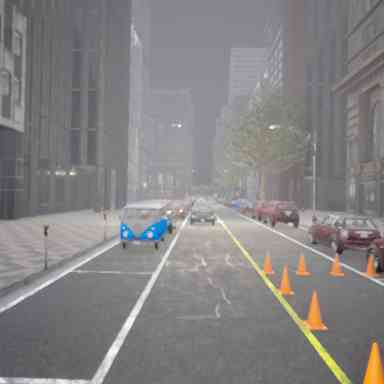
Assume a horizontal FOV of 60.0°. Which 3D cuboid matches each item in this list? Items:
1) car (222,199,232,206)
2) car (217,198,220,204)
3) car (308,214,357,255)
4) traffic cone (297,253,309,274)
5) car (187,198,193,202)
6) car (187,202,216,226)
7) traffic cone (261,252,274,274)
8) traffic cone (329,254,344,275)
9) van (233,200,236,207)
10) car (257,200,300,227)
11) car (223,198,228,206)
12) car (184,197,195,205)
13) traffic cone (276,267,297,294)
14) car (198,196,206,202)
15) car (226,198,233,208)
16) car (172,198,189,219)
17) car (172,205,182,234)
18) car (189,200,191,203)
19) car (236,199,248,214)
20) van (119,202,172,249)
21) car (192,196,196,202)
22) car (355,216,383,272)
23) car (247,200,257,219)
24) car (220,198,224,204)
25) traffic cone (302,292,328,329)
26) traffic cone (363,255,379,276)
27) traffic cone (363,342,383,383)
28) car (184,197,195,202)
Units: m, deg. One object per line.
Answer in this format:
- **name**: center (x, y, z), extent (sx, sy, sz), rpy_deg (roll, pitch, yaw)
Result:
- **car**: center (8.001, 2.403, 76.422), extent (1.887, 1.381, 4.507), rpy_deg (1, -1, 1)
- **car**: center (8.274, 2.555, 87.696), extent (1.947, 1.339, 4.313), rpy_deg (1, -1, 1)
- **car**: center (6.498, 1.677, 14.409), extent (1.967, 1.590, 4.097), rpy_deg (1, 0, 1)
- **traffic cone**: center (3.240, 2.091, 9.787), extent (0.340, 0.580, 0.340), rpy_deg (1, 0, 1)
- **car**: center (-1.204, 1.963, 48.455), extent (1.802, 1.307, 4.206), rpy_deg (1, -1, 1)
- **car**: center (0.823, 1.743, 25.773), extent (1.812, 1.442, 4.674), rpy_deg (1, 0, 2)
- **traffic cone**: center (2.241, 2.071, 9.811), extent (0.340, 0.580, 0.340), rpy_deg (1, 0, 1)
- **traffic cone**: center (4.240, 2.111, 9.762), extent (0.340, 0.580, 0.340), rpy_deg (1, 0, 1)
- **van**: center (7.321, 1.893, 48.236), extent (1.690, 1.788, 3.998), rpy_deg (1, -1, 1)
- **car**: center (6.774, 1.652, 25.686), extent (2.192, 1.841, 5.009), rpy_deg (1, -1, 1)
- **car**: center (7.726, 2.293, 65.145), extent (1.947, 1.339, 4.313), rpy_deg (1, -1, 1)
- **car**: center (-0.516, 2.003, 76.641), extent (2.192, 1.841, 5.009), rpy_deg (1, -1, 1)
- **traffic cone**: center (2.193, 2.055, 7.813), extent (0.340, 0.580, 0.340), rpy_deg (1, 0, 1)
- **car**: center (2.523, 2.152, 91.805), extent (2.150, 2.045, 5.566), rpy_deg (1, -1, 1)
- **car**: center (7.589, 2.246, 59.510), extent (1.802, 1.307, 4.206), rpy_deg (1, -1, 1)
- **car**: center (-1.613, 1.660, 31.545), extent (1.967, 1.590, 4.097), rpy_deg (1, -1, 1)
- **car**: center (-1.889, 1.681, 20.269), extent (1.947, 1.339, 4.313), rpy_deg (1, 0, 1)
- **car**: center (-1.478, 1.819, 37.181), extent (1.887, 1.381, 4.507), rpy_deg (1, -1, 1)
- **car**: center (7.182, 1.938, 42.598), extent (1.967, 1.590, 4.097), rpy_deg (1, -1, 1)
- **van**: center (-2.021, 1.408, 14.634), extent (1.690, 1.788, 3.998), rpy_deg (1, 0, 1)
- **car**: center (-0.790, 1.872, 65.367), extent (2.192, 1.841, 5.009), rpy_deg (1, -1, 1)
- **car**: center (6.360, 1.631, 8.773), extent (1.967, 1.590, 4.097), rpy_deg (1, 0, 1)
- **car**: center (6.911, 1.705, 31.323), extent (2.192, 1.841, 5.009), rpy_deg (1, -1, 1)
- **car**: center (7.868, 2.108, 70.786), extent (2.192, 1.841, 5.009), rpy_deg (1, -1, 1)
- **traffic cone**: center (2.144, 2.040, 5.813), extent (0.340, 0.580, 0.340), rpy_deg (1, 0, 1)
- **traffic cone**: center (5.240, 2.131, 9.738), extent (0.340, 0.580, 0.340), rpy_deg (1, 0, 1)
- **traffic cone**: center (2.095, 2.024, 3.813), extent (0.340, 0.580, 0.340), rpy_deg (1, 0, 1)
- **car**: center (-0.934, 2.017, 59.559), extent (1.752, 1.417, 4.829), rpy_deg (1, -1, 1)
